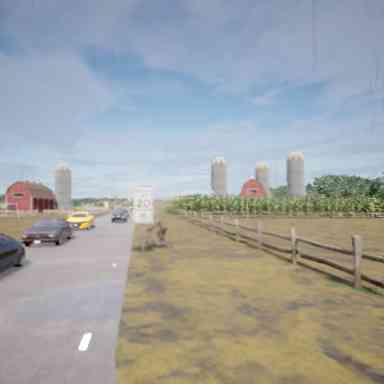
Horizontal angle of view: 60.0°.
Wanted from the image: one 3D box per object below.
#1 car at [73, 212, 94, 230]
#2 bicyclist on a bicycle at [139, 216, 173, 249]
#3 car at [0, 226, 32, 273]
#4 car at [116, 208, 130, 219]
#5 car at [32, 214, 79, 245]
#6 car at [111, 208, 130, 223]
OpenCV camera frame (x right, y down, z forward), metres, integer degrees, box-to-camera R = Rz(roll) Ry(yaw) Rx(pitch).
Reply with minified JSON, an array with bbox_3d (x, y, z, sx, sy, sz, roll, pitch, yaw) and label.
[{"bbox_3d":[-10.024,2.541,29.952,1.882,1.535,5.008,-1,-2,-9],"label":"car"},{"bbox_3d":[-1.749,2.004,16.349,1.656,1.620,0.582,1,-2,-9],"label":"bicyclist on a bicycle"},{"bbox_3d":[-6.843,1.966,10.437,1.994,1.385,4.181,-1,-2,-9],"label":"car"},{"bbox_3d":[-10.638,3.299,51.435,1.837,1.490,4.892,-1,-2,-9],"label":"car"},{"bbox_3d":[-8.357,2.263,19.673,2.033,1.411,5.357,-1,-2,-9],"label":"car"},{"bbox_3d":[-8.833,2.935,40.621,2.033,1.411,5.357,-1,-2,-9],"label":"car"}]
